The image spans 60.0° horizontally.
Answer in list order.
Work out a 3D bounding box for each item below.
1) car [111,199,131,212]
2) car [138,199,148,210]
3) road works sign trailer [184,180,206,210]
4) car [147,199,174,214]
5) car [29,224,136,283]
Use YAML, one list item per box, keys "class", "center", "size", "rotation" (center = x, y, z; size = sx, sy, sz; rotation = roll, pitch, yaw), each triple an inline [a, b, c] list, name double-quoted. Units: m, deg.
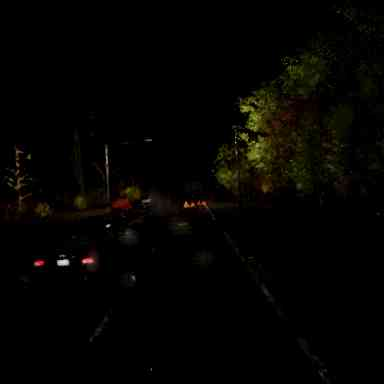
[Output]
- class: "car"
  center: [-9.473, 1.787, 44.686]
  size: [1.882, 1.535, 5.008]
  rotation: [-3, 1, 1]
- class: "car"
  center: [-6.198, 1.711, 46.036]
  size: [1.994, 1.385, 4.181]
  rotation: [-3, 0, 1]
- class: "road works sign trailer"
  center: [0.278, 0.335, 40.814]
  size: [2.380, 3.560, 2.880]
  rotation: [-3, 0, 1]
- class: "car"
  center: [-2.888, 1.414, 32.705]
  size: [1.994, 1.385, 4.181]
  rotation: [0, 0, 0]
- class: "car"
  center: [-3.112, 1.738, 10.539]
  size: [2.033, 1.411, 5.357]
  rotation: [-3, 0, 0]
